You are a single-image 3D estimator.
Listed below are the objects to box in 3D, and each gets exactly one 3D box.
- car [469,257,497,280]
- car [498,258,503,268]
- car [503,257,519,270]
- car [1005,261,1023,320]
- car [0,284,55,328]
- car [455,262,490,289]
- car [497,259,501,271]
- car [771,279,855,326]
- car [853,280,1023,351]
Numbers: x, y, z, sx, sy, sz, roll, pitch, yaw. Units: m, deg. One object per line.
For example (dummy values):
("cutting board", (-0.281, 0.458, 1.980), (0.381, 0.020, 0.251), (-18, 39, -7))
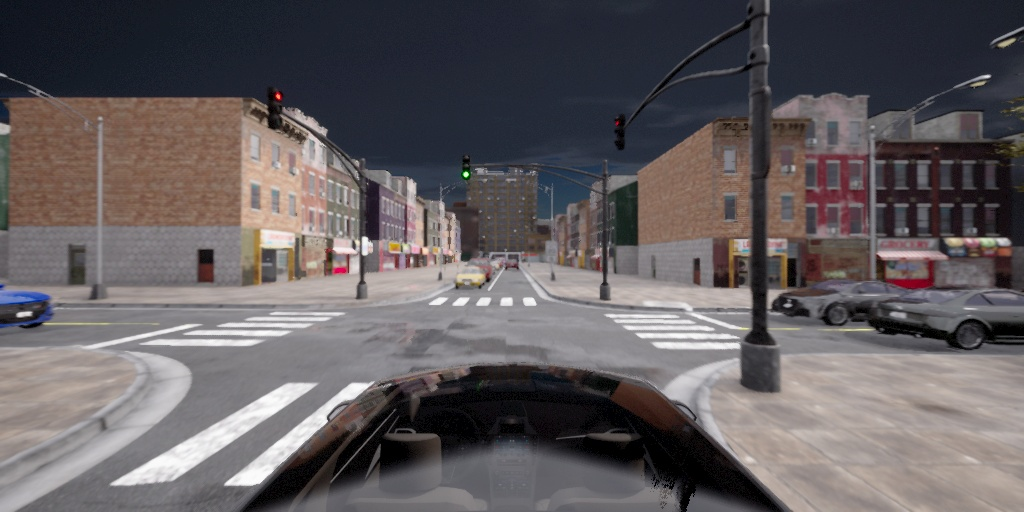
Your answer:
("car", (-2.635, 1.095, 29.000), (2.192, 1.841, 5.009), (0, 0, 0))
("car", (-2.632, 1.351, 50.606), (1.751, 1.417, 4.829), (0, 0, 0))
("car", (0.007, 1.187, 54.152), (2.097, 1.767, 4.553), (0, 0, 0))
("car", (20.549, 1.253, 11.814), (5.566, 2.045, 2.150), (1, 0, 0))
("car", (-14.384, 1.131, 8.689), (5.008, 1.535, 1.882), (0, 0, -2))
("car", (-2.635, 1.297, 23.387), (1.751, 1.417, 4.829), (0, 0, 0))
("car", (-2.634, 1.351, 39.888), (2.007, 1.370, 4.403), (0, 0, 0))
("car", (11.031, 1.458, 11.771), (4.181, 1.385, 1.994), (1, 0, -1))
("car", (11.511, 1.447, 8.846), (4.181, 1.385, 1.994), (1, 0, 0))
